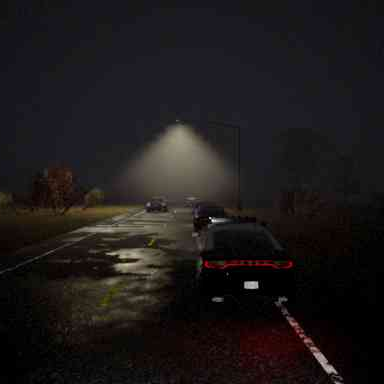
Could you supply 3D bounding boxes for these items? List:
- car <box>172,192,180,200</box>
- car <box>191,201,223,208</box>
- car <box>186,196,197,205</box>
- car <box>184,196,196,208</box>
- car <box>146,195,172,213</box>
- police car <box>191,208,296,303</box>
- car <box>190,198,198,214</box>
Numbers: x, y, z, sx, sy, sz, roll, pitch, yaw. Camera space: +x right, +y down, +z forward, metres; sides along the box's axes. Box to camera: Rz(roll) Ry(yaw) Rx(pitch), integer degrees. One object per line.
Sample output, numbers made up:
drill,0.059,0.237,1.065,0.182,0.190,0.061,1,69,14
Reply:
car,-4.285,0.977,87.251,2.150,2.045,5.566,0,0,-2
car,1.008,1.488,18.288,1.837,1.490,4.892,0,0,0
car,-0.144,1.407,59.126,1.812,1.442,4.674,0,0,0
car,-0.073,1.415,45.792,2.128,1.511,4.902,0,0,0
car,-3.682,1.299,35.954,2.097,1.767,4.553,0,0,0
police car,1.031,1.419,8.397,1.930,1.638,5.238,0,0,0
car,0.994,1.450,24.290,1.882,1.535,5.008,0,0,0
